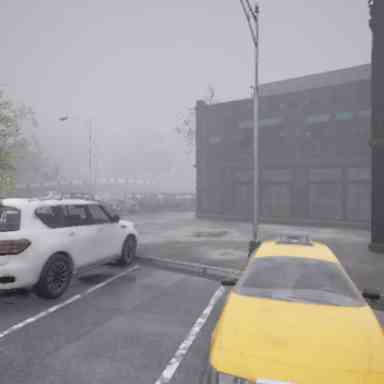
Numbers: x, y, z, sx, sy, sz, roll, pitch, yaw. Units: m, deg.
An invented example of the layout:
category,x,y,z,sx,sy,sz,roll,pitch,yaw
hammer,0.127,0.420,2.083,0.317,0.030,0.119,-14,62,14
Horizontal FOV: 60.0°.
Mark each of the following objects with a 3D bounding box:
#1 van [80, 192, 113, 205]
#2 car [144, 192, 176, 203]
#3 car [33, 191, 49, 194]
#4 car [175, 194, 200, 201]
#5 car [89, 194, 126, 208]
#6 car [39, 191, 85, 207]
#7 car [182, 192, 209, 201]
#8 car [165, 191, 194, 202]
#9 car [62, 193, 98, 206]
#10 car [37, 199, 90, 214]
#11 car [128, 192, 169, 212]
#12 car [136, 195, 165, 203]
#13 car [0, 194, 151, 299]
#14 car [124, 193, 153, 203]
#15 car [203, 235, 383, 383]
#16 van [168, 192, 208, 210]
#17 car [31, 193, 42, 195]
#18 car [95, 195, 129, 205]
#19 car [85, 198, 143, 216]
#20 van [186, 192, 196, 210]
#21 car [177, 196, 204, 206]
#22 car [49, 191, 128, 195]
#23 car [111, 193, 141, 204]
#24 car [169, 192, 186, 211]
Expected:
category,x,y,z,sx,sy,sz,roll,pitch,yaw
van,-14.517,0.974,50.510,4.442,1.987,1.878,0,0,14
car,-5.964,0.948,63.007,5.566,2.045,2.435,0,0,14
car,-19.511,0.946,42.972,5.566,2.045,2.435,0,0,14
car,-0.847,1.199,70.495,4.892,1.521,2.231,0,0,14
car,-11.277,1.106,44.635,2.097,1.767,4.553,1,0,34
car,-17.762,0.946,45.484,5.566,2.045,2.435,0,-1,14
car,0.809,0.947,73.022,5.566,2.045,2.435,0,0,14
car,-2.518,0.947,67.995,5.566,2.045,2.435,0,0,14
car,-16.126,1.073,47.997,4.553,1.767,2.185,0,-1,14
car,-12.713,1.389,33.288,1.895,1.301,4.718,0,0,34
car,-5.570,1.067,33.333,5.566,2.045,2.435,1,1,14
car,-7.597,1.229,60.488,4.792,1.488,2.163,0,-1,14
car,-3.352,1.178,8.588,2.435,2.045,5.566,0,0,15
car,-9.293,1.074,57.984,4.553,1.767,2.185,0,0,14
car,1.494,1.468,4.894,1.946,1.575,5.366,1,0,15
van,-0.452,1.097,40.660,4.442,1.987,1.878,1,0,14
car,-21.203,1.226,40.466,4.792,1.488,2.163,0,0,14
car,-12.713,1.200,52.993,4.892,1.521,2.231,0,0,14
car,-7.230,1.347,30.875,4.792,1.488,2.163,1,1,14
van,-2.111,1.097,38.209,4.442,1.987,1.878,1,0,14
car,-0.182,1.318,51.817,1.812,1.442,4.674,1,0,34
car,-8.829,1.067,28.434,5.566,2.045,2.435,1,0,14
car,-10.984,1.074,55.470,4.553,1.767,2.185,0,0,14
car,-3.910,1.068,35.783,5.566,2.045,2.435,1,1,14
